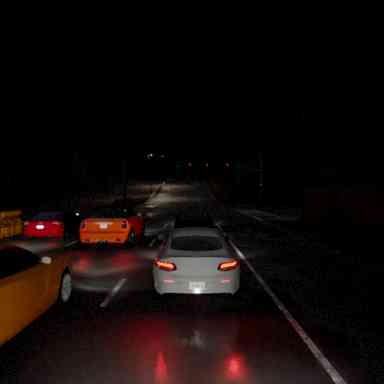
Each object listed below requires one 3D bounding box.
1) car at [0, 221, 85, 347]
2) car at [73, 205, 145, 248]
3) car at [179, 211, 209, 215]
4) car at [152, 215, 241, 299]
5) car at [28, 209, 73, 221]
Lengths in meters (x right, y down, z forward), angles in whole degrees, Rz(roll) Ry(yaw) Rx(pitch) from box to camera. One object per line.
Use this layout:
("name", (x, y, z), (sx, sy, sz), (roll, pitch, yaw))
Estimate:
("car", (-3.402, 1.478, 4.977), (1.882, 1.535, 5.008), (0, 0, 0))
("car", (-3.406, 1.352, 14.950), (2.097, 1.767, 4.553), (0, 0, 0))
("car", (0.094, 1.601, 17.189), (1.895, 1.301, 4.718), (0, 0, 0))
("car", (0.094, 1.526, 8.301), (1.812, 1.442, 4.674), (0, 0, 0))
("car", (-6.906, 1.564, 17.145), (1.994, 1.385, 4.181), (0, 0, 0))
